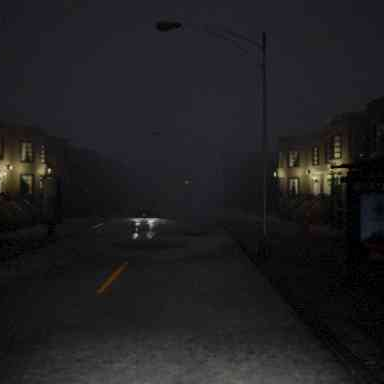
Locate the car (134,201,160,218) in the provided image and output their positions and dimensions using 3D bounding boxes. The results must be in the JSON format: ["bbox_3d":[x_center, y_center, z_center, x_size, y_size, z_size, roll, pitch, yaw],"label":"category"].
[{"bbox_3d":[-4.064,1.570,30.904,2.033,1.411,5.357,0,0,0],"label":"car"}]
